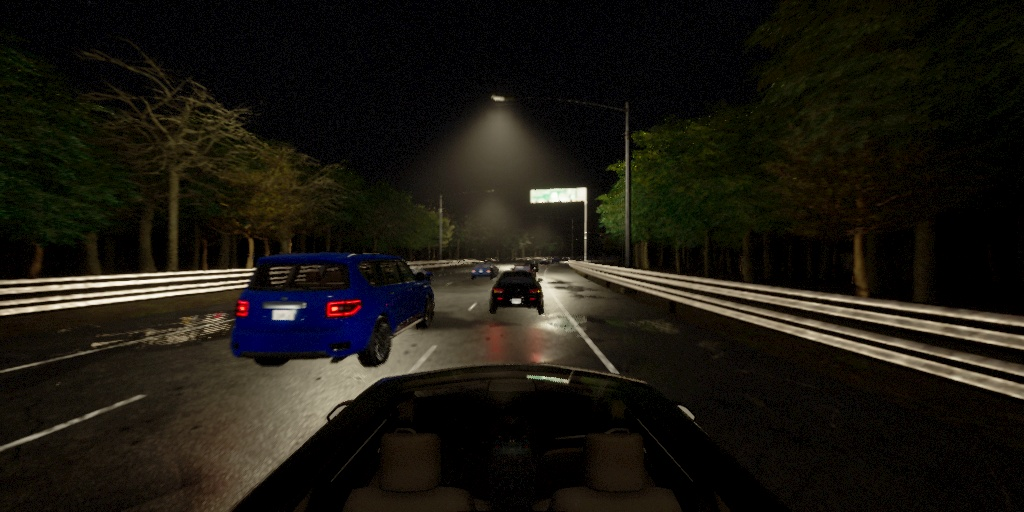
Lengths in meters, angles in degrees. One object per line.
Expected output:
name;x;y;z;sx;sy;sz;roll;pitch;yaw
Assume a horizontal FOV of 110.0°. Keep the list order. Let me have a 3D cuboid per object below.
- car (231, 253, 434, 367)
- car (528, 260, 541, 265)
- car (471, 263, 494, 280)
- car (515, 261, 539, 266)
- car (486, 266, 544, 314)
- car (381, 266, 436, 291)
car;-3.353;0.964;8.028;2.150;2.045;5.566;0;0;1
car;2.404;1.259;45.002;1.812;1.442;4.674;0;0;6
car;-2.296;1.281;31.500;2.033;1.411;5.357;0;0;5
car;0.809;1.307;26.374;1.994;1.385;4.181;0;0;4
car;0.216;1.274;13.761;1.812;1.442;4.674;0;0;2
car;-6.351;1.324;22.600;1.895;1.301;4.718;0;0;3
